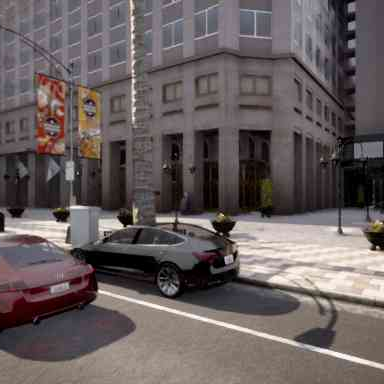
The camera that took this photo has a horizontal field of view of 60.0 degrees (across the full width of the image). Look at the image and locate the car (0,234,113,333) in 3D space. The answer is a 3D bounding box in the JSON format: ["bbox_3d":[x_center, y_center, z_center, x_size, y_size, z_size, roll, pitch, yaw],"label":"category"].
[{"bbox_3d":[-3.823,1.563,6.714,4.181,1.385,1.994,0,0,36],"label":"car"}]

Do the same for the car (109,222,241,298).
[{"bbox_3d":[-1.109,1.513,8.579,4.786,1.482,2.161,0,0,35],"label":"car"}]
